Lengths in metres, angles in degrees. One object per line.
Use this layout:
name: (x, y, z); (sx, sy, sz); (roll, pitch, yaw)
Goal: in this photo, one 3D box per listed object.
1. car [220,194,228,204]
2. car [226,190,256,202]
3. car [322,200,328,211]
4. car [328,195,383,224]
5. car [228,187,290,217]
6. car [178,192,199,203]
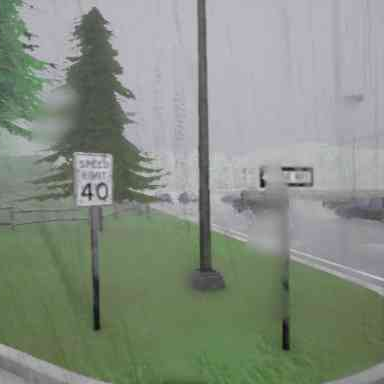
car: (4.864, 0.689, 37.350); (2.033, 1.411, 5.357); (-1, 1, -16)
car: (6.435, 0.461, 44.436); (2.128, 1.511, 4.902); (-1, 1, -16)
car: (12.046, 0.874, 25.262); (1.895, 1.301, 4.718); (-1, 1, -16)
car: (10.385, 0.988, 18.470); (2.033, 1.411, 5.357); (-1, 1, -16)
car: (4.963, 0.626, 24.514); (2.150, 2.045, 5.566); (-1, 1, -16)
car: (-0.447, 0.675, 43.045); (1.994, 1.385, 4.181); (-1, 1, -16)
